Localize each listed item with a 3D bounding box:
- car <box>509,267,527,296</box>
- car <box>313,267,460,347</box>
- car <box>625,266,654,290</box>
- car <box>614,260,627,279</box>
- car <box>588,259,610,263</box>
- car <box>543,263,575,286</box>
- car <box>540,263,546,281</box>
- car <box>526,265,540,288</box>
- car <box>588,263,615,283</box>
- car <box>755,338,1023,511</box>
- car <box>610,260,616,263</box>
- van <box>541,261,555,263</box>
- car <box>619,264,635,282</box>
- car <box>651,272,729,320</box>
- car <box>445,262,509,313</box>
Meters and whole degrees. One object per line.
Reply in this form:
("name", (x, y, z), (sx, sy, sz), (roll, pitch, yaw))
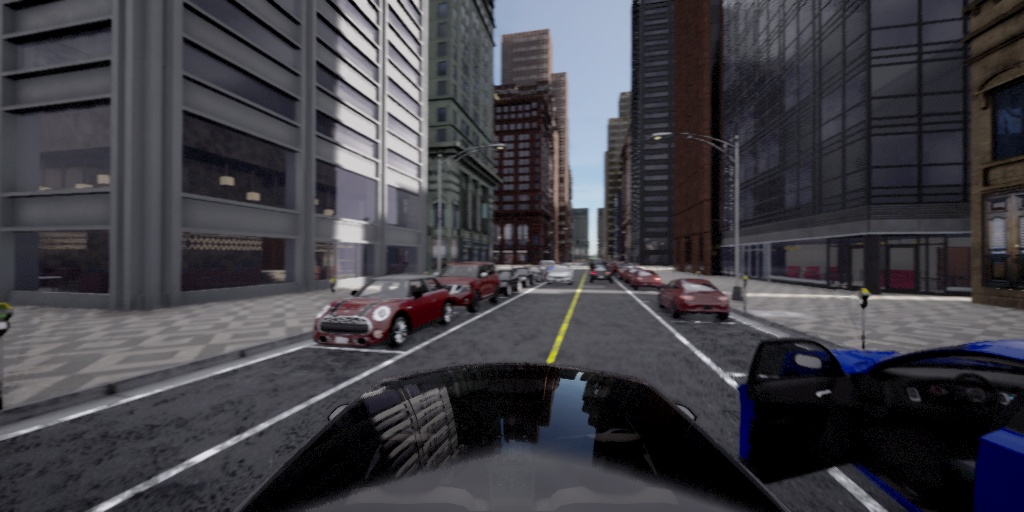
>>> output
("car", (-0.664, 1.459, 20.368), (1.948, 1.339, 4.313), (0, 0, 12))
("car", (-3.095, 1.235, 9.359), (1.967, 1.591, 4.097), (0, 0, 12))
("car", (8.877, 1.550, 24.038), (1.802, 1.307, 4.207), (0, 0, 12))
("car", (11.307, 1.509, 35.045), (1.967, 1.591, 4.097), (0, 0, 12))
("car", (10.642, 1.370, 44.630), (2.150, 2.045, 5.566), (0, 0, 13))
("car", (3.875, 1.505, 28.486), (1.812, 1.442, 4.674), (0, 0, 12))
("car", (1.766, 1.544, 31.375), (2.007, 1.370, 4.403), (0, 0, 12))
("car", (0.551, 1.509, 25.871), (1.948, 1.339, 4.313), (0, 0, 12))
("car", (7.714, 1.546, 31.223), (1.812, 1.442, 4.674), (0, -1, 13))
("car", (3.621, 1.248, 2.088), (1.882, 1.535, 5.008), (0, 0, 12))
("car", (13.737, 1.488, 46.051), (2.192, 1.841, 5.009), (0, 0, 12))
("van", (4.197, 1.437, 42.383), (1.690, 1.789, 3.998), (0, 0, 12))
("car", (10.092, 1.600, 29.542), (1.802, 1.307, 4.207), (0, 0, 12))
("car", (6.446, 1.452, 13.031), (1.802, 1.307, 4.207), (0, 0, 12))
("car", (-1.880, 1.159, 14.864), (2.192, 1.841, 5.009), (0, 0, 12))
